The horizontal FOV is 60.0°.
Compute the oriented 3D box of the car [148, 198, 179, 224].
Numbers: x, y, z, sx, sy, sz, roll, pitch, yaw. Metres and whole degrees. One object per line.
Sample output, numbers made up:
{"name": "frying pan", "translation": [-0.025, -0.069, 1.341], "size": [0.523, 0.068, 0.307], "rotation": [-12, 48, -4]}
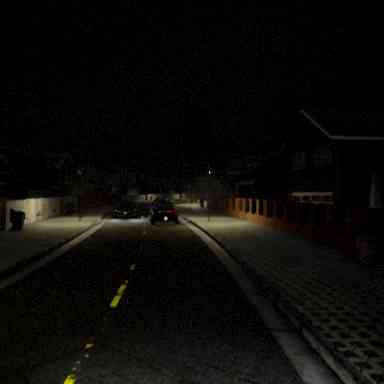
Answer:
{"name": "car", "translation": [-2.053, 1.447, 24.031], "size": [1.837, 1.490, 4.892], "rotation": [0, 0, -8]}

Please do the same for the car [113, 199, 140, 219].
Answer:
{"name": "car", "translation": [-5.583, 1.431, 28.545], "size": [1.837, 1.490, 4.892], "rotation": [0, 0, -8]}
